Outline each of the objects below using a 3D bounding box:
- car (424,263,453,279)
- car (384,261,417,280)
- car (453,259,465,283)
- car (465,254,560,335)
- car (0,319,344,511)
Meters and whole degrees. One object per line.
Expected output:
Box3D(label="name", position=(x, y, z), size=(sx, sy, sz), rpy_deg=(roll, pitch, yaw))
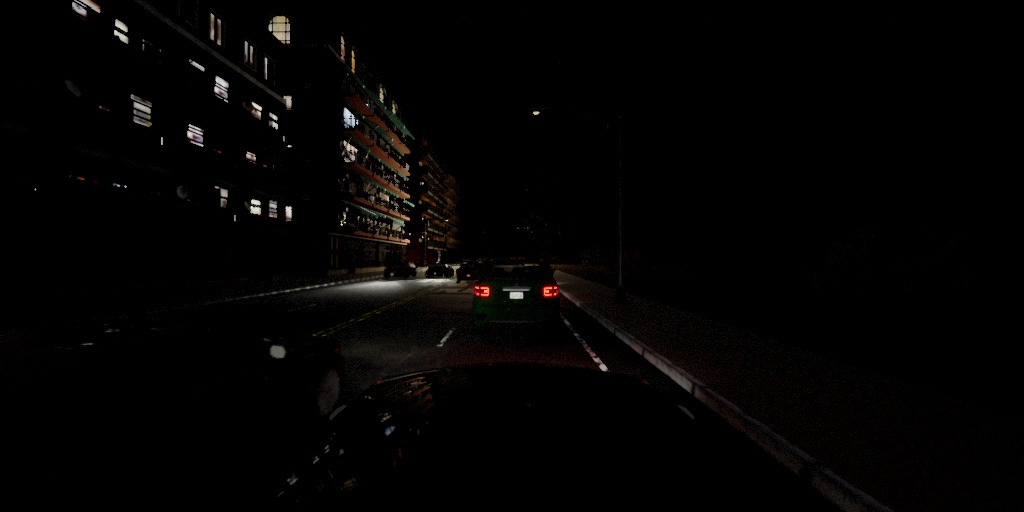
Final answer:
Box3D(label="car", position=(-6.524, 1.315, 32.457), size=(1.994, 1.385, 4.181), rpy_deg=(0, 0, 0))
Box3D(label="car", position=(-9.775, 1.243, 31.714), size=(2.128, 1.511, 4.902), rpy_deg=(0, 0, 0))
Box3D(label="car", position=(-3.084, 1.229, 27.869), size=(1.882, 1.535, 5.008), rpy_deg=(0, 0, 0))
Box3D(label="car", position=(0.116, 0.973, 10.693), size=(2.150, 2.045, 5.566), rpy_deg=(0, 0, 0))
Box3D(label="car", position=(-3.150, 1.228, 2.742), size=(1.882, 1.535, 5.008), rpy_deg=(0, 0, 0))
